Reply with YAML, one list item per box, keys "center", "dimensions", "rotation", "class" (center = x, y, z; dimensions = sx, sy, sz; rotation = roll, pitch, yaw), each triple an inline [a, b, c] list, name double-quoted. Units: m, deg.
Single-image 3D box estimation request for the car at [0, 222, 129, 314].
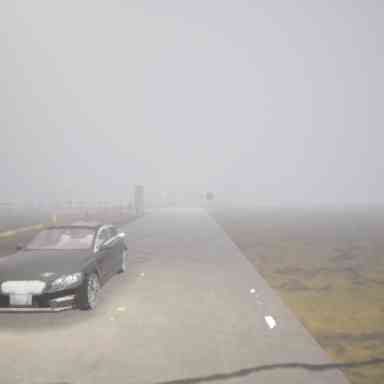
- center: [-2.776, 1.513, 7.884]
  dimensions: [2.128, 1.511, 4.902]
  rotation: [0, 0, 0]
  class: "car"
